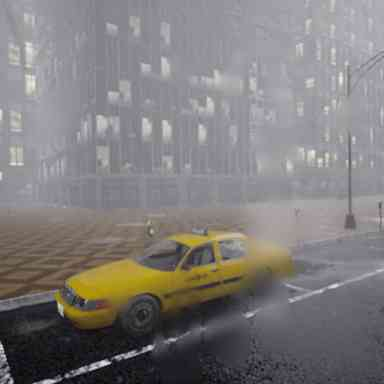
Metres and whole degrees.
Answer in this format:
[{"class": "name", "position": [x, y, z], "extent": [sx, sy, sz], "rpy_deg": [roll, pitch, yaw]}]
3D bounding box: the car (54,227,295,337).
[{"class": "car", "position": [-0.048, 1.415, 6.476], "extent": [4.829, 1.417, 1.752], "rpy_deg": [-2, 2, -35]}]
